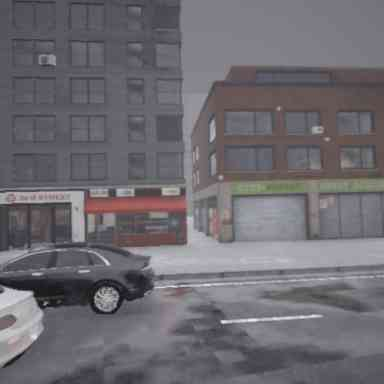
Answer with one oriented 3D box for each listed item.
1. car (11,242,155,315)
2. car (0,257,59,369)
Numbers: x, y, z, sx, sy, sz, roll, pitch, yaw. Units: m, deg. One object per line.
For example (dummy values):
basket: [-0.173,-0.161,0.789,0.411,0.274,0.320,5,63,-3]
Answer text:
car: [-3.347,2.017,7.995,4.892,1.490,1.837,-1,-3,-6]
car: [-4.586,1.898,4.607,4.674,1.442,1.812,-1,-3,-6]
